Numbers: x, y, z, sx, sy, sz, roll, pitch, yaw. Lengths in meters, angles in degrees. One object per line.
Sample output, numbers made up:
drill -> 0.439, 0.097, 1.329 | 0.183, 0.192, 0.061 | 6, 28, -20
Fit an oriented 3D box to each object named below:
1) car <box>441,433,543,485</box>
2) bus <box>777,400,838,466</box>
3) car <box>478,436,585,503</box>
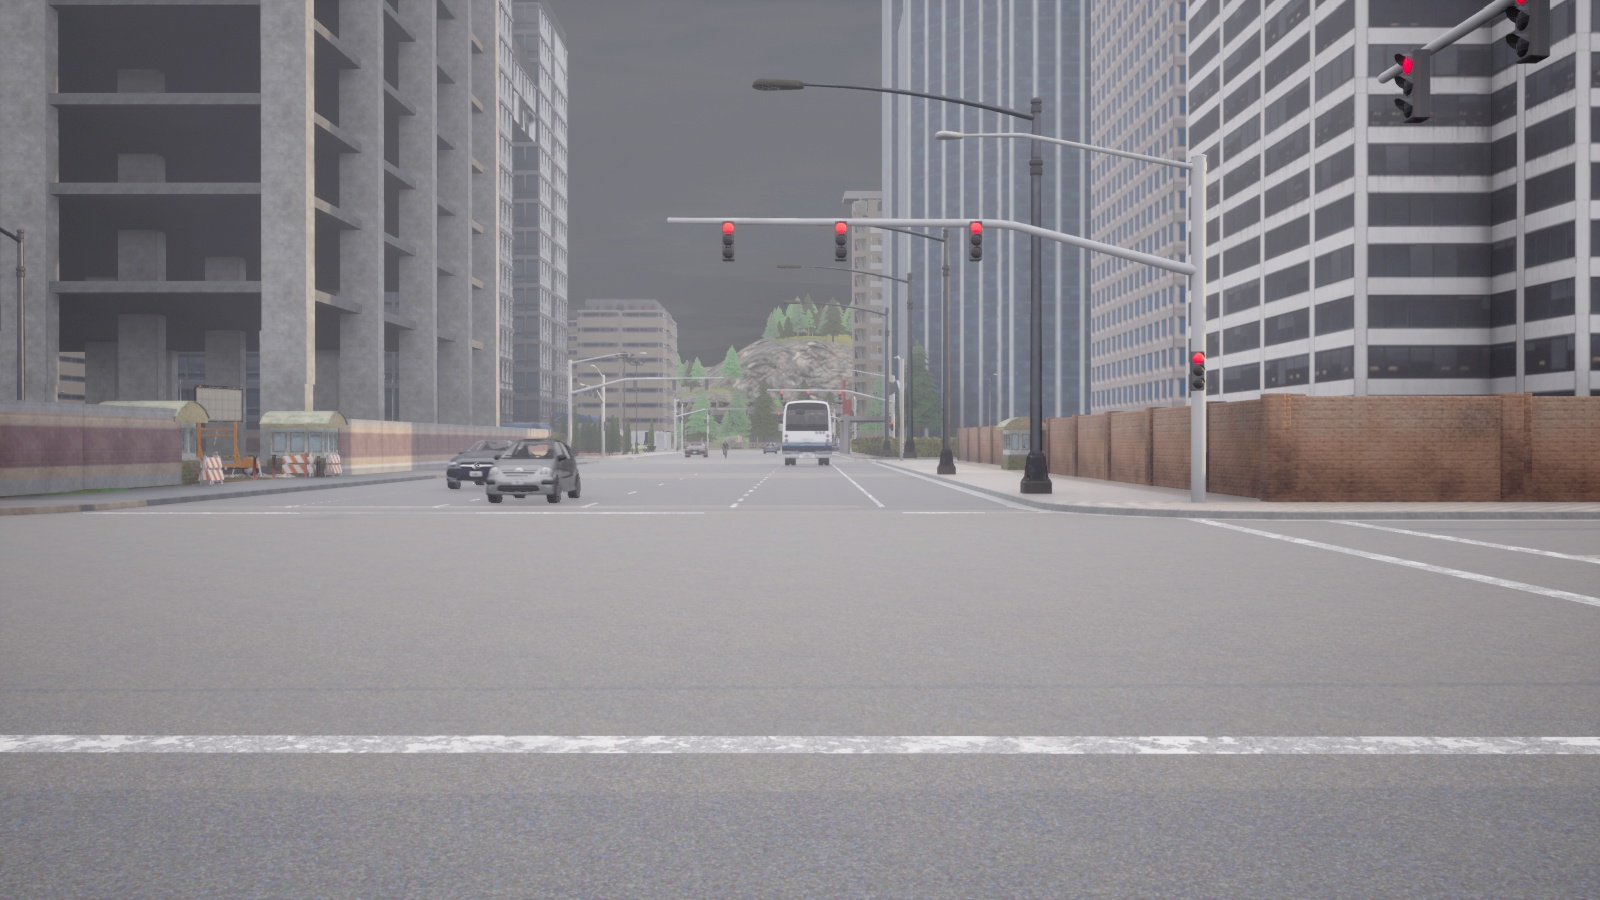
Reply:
car -> -10.253, 0.279, 42.184 | 2.152, 1.651, 5.027 | 0, 0, 0
bus -> 0.487, -1.117, 86.421 | 3.944, 4.253, 10.273 | 0, 0, 0
car -> -6.808, 0.457, 32.229 | 1.851, 1.617, 3.988 | 0, 0, 0
